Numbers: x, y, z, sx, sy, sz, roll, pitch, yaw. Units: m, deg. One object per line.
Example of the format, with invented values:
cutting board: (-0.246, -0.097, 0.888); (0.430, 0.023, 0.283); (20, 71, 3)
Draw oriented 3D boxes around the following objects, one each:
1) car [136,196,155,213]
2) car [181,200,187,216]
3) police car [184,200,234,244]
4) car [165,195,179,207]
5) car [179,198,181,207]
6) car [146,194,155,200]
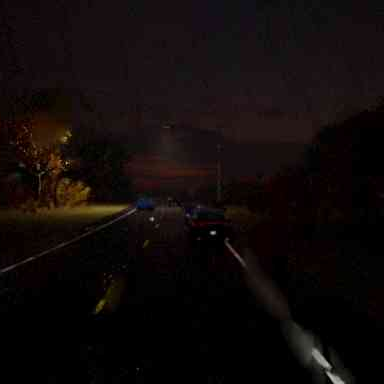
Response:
car: (-5.077, 1.444, 36.764); (1.882, 1.535, 5.008); (0, 0, -4)
car: (0.325, 1.454, 25.815); (1.882, 1.535, 5.008); (0, 0, -3)
police car: (0.762, 1.412, 15.879); (1.930, 1.638, 5.238); (0, 0, -2)
car: (-2.687, 1.451, 50.915); (1.837, 1.490, 4.892); (0, 0, -6)
car: (-0.039, 1.492, 31.839); (1.812, 1.442, 4.674); (0, 0, -4)
car: (-9.680, 1.211, 76.968); (1.994, 1.385, 4.181); (0, 0, -9)
